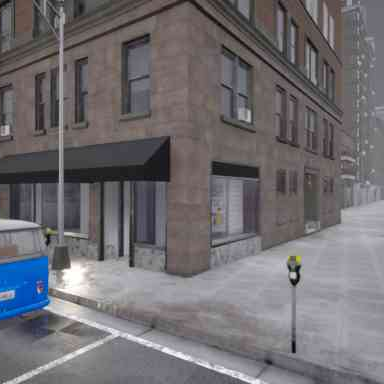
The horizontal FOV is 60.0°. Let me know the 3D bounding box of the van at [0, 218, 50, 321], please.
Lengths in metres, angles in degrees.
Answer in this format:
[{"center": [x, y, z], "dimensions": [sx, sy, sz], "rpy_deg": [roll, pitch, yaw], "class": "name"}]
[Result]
[{"center": [-4.340, 1.340, 6.116], "dimensions": [3.998, 1.788, 1.690], "rpy_deg": [0, 0, 35], "class": "van"}]
